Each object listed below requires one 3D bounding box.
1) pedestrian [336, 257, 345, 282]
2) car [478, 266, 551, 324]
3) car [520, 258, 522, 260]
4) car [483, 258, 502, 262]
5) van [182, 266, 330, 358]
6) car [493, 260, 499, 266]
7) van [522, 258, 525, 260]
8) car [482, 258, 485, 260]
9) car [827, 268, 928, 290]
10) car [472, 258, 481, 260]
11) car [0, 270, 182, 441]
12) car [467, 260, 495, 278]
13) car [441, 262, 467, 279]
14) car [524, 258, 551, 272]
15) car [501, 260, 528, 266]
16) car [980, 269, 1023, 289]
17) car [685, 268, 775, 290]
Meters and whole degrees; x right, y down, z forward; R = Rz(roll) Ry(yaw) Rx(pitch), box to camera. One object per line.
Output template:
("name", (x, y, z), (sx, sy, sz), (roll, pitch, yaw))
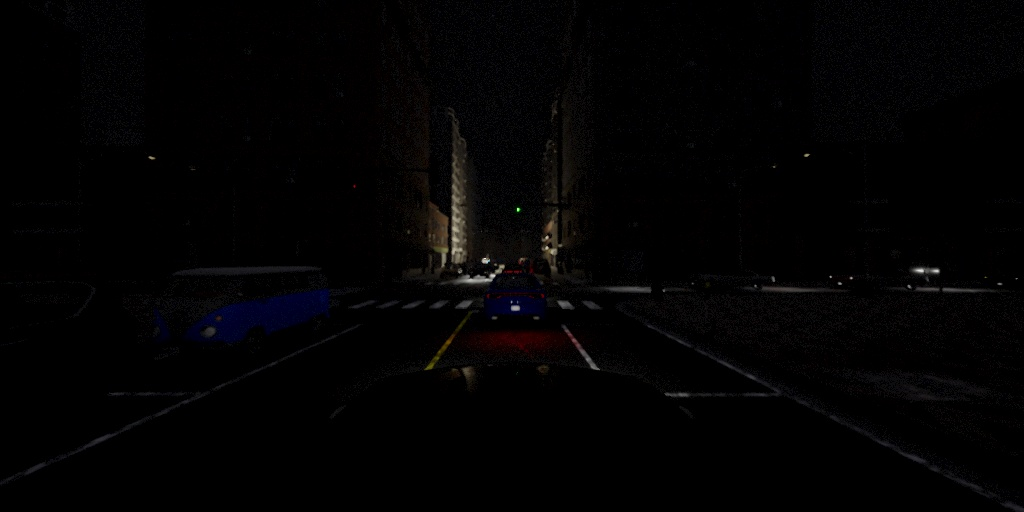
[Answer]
("pedestrian", (-12.555, 0.990, 26.239), (0.375, 1.860, 0.375), (0, 0, 1))
("car", (0.097, 1.283, 12.248), (1.882, 1.535, 5.008), (0, 0, 0))
("car", (2.659, 1.499, 63.713), (1.751, 1.417, 4.829), (0, 0, 0))
("car", (-3.049, 1.500, 56.235), (2.033, 1.411, 5.357), (0, 0, 0))
("van", (-5.859, 1.127, 8.268), (1.690, 1.789, 3.998), (0, 0, 0))
("car", (-3.088, 1.520, 45.576), (1.895, 1.301, 4.718), (0, 0, 0))
("van", (2.661, 1.280, 52.230), (1.690, 1.789, 3.998), (0, 0, 0))
("car", (-5.866, 1.272, 57.906), (2.192, 1.841, 5.009), (0, 0, 0))
("car", (22.942, 1.437, 22.667), (4.718, 1.301, 1.895), (0, 0, 1))
("car", (-5.865, 1.465, 52.081), (1.751, 1.417, 4.829), (0, 0, 0))
("car", (-5.858, 1.070, 2.627), (2.192, 1.841, 5.009), (0, 0, 0))
("car", (-3.102, 1.434, 35.663), (2.033, 1.411, 5.357), (0, 0, 0))
("car", (-5.863, 1.411, 35.115), (1.751, 1.417, 4.829), (0, 0, 0))
("car", (2.663, 1.200, 35.259), (2.192, 1.841, 5.009), (0, 0, 0))
("car", (0.096, 1.373, 30.058), (1.837, 1.490, 4.892), (0, 0, 0))
("car", (32.855, 1.444, 22.505), (4.718, 1.301, 1.895), (0, 0, 1))
("car", (13.701, 1.433, 22.796), (4.718, 1.301, 1.895), (0, 0, 1))
